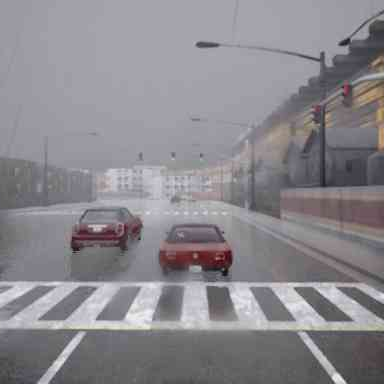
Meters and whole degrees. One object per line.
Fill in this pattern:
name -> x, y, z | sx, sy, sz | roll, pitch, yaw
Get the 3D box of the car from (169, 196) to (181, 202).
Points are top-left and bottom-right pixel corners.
car -> -4.445, 1.681, 84.541 | 1.837, 1.490, 4.892 | 0, 0, -17

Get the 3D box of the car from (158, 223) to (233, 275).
car -> 0.094, 1.624, 10.493 | 1.895, 1.301, 4.718 | 0, 0, 0

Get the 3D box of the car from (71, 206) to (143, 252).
car -> -3.406, 1.382, 14.103 | 2.097, 1.767, 4.553 | 0, 0, 0

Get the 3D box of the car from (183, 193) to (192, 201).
car -> -1.311, 1.276, 86.424 | 2.150, 2.045, 5.566 | 0, 0, -17

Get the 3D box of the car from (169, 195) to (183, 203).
car -> -3.516, 1.634, 72.608 | 1.882, 1.535, 5.008 | 0, 0, 0

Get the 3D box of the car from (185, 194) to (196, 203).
car -> -0.048, 1.756, 76.498 | 1.895, 1.301, 4.718 | 0, 0, -3
